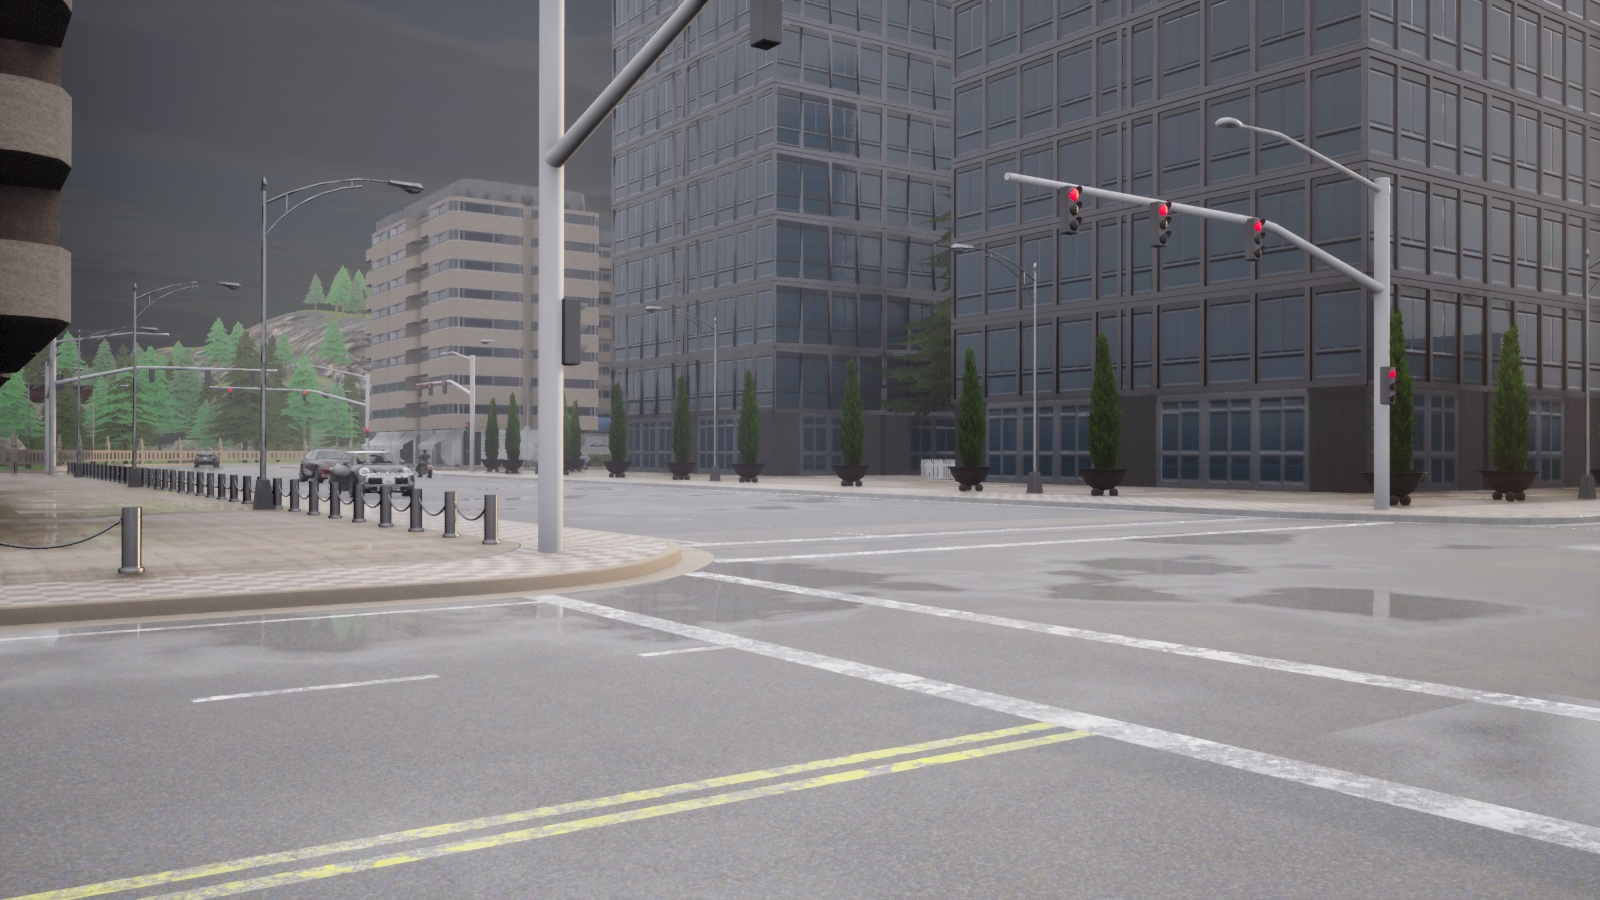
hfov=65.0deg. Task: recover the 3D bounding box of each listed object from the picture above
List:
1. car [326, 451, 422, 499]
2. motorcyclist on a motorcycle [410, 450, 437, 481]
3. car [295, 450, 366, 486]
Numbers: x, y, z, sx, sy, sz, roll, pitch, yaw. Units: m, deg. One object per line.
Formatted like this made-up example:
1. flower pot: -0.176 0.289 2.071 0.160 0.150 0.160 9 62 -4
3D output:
1. car: -13.820 0.783 40.604 1.970 1.475 3.806 0 0 -34
2. motorcyclist on a motorcycle: -20.881 0.854 69.581 0.766 1.649 2.350 0 0 -34
3. car: -22.041 0.810 58.862 2.033 1.649 4.856 0 0 -34
